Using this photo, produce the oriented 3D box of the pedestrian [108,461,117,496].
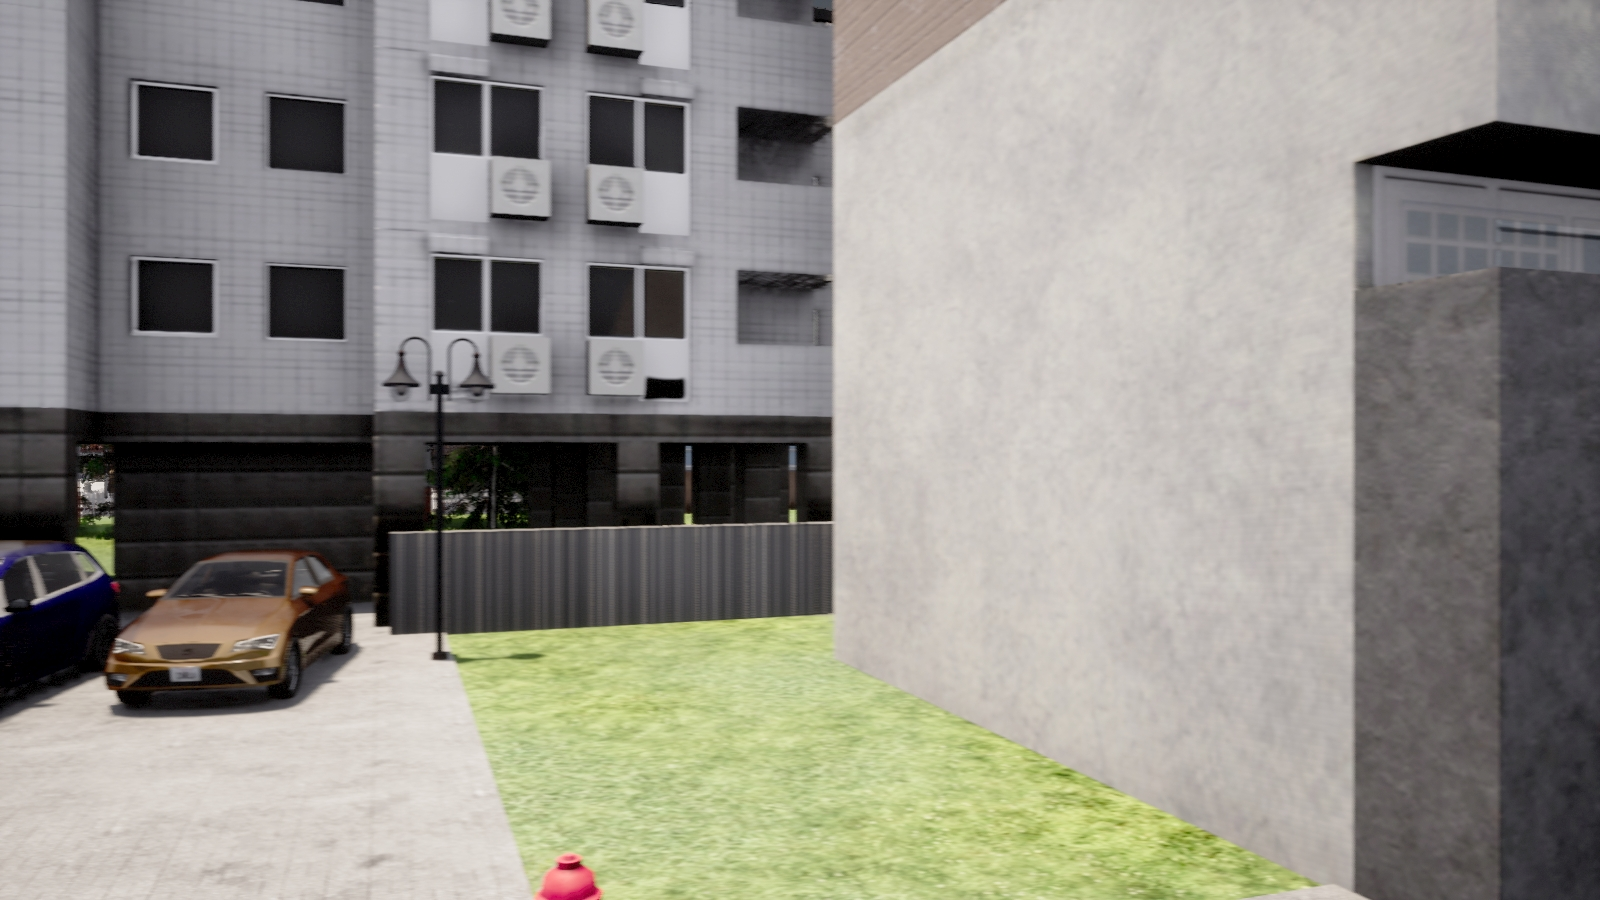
[{"bbox_3d":[-36.952,1.525,61.423,0.375,1.860,0.375,0,0,-20],"label":"pedestrian"}]
